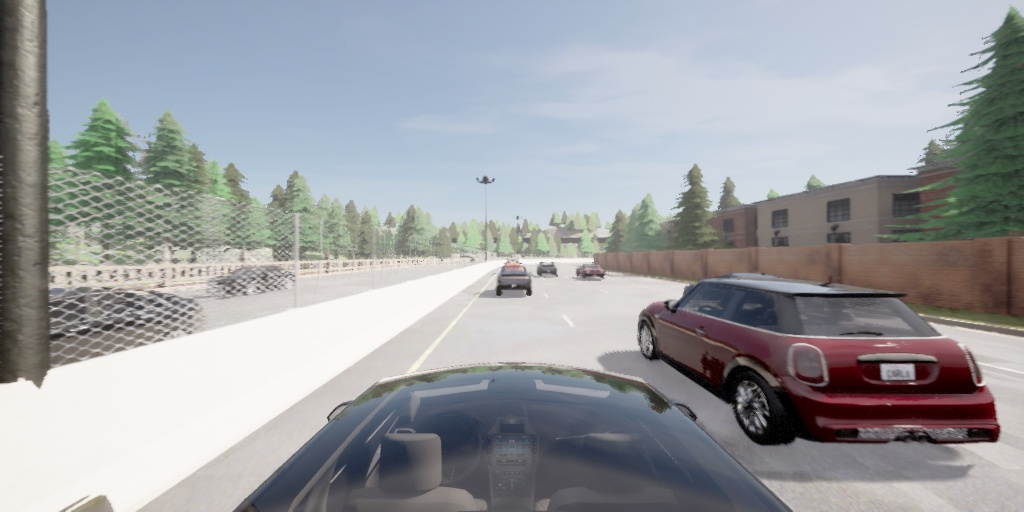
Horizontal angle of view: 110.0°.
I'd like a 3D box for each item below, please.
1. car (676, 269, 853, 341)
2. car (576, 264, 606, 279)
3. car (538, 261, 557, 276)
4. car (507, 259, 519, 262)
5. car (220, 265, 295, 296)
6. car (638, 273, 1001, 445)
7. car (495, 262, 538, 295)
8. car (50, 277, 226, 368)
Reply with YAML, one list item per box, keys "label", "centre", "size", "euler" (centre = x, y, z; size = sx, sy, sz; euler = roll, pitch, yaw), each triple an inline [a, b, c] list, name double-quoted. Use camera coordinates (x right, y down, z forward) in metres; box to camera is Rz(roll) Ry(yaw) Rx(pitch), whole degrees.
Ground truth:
- label: "car"
  centre: [7.100, 1.242, 10.951]
  size: [1.882, 1.535, 5.008]
  euler: [0, 0, 0]
- label: "car"
  centre: [7.099, 1.399, 32.895]
  size: [1.895, 1.301, 4.718]
  euler: [0, 0, 0]
- label: "car"
  centre: [3.594, 1.296, 37.481]
  size: [2.128, 1.511, 4.902]
  euler: [0, 0, 0]
- label: "car"
  centre: [0.095, 1.162, 41.813]
  size: [2.097, 1.767, 4.553]
  euler: [0, 0, 0]
- label: "car"
  centre: [-14.002, 1.265, 19.606]
  size: [1.882, 1.535, 5.008]
  euler: [0, 0, 0]
- label: "car"
  centre: [3.599, 1.107, 5.471]
  size: [2.097, 1.767, 4.553]
  euler: [0, 0, 0]
- label: "car"
  centre: [0.098, 1.270, 20.053]
  size: [2.128, 1.511, 4.902]
  euler: [0, 0, 0]
- label: "car"
  centre: [-7.091, 1.259, 5.218]
  size: [1.837, 1.490, 4.892]
  euler: [0, 0, 0]
